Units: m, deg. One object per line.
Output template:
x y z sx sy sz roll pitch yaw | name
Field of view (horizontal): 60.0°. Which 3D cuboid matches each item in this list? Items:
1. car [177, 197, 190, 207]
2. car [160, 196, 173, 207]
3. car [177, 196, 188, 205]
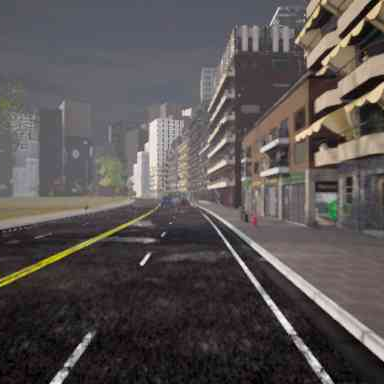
-1.372 1.996 61.561 1.882 1.535 5.008 0 -1 -4 | car
-4.595 1.736 61.027 2.150 2.045 5.566 0 0 -4 | car
-2.091 1.832 71.651 2.097 1.767 4.553 0 -1 -5 | car
